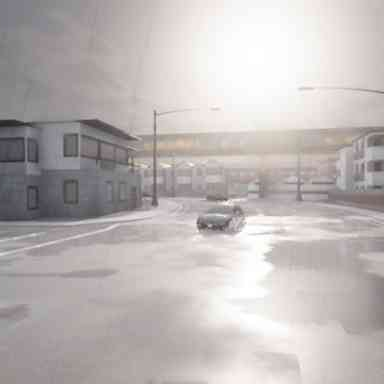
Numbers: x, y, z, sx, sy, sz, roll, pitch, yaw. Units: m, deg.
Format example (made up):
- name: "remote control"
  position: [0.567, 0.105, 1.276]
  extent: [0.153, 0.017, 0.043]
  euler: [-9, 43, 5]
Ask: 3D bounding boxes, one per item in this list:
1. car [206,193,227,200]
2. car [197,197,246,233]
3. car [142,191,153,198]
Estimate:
- name: "car"
  position: [3.498, 0.795, 46.116]
  extent: [1.895, 1.301, 4.718]
  euler: [0, 1, -15]
- name: "car"
  position: [1.872, 1.422, 19.630]
  extent: [1.837, 1.490, 4.892]
  euler: [4, 4, 23]
- name: "car"
  position: [-9.558, 0.526, 67.480]
  extent: [5.357, 1.411, 2.033]
  euler: [-1, 0, 42]
